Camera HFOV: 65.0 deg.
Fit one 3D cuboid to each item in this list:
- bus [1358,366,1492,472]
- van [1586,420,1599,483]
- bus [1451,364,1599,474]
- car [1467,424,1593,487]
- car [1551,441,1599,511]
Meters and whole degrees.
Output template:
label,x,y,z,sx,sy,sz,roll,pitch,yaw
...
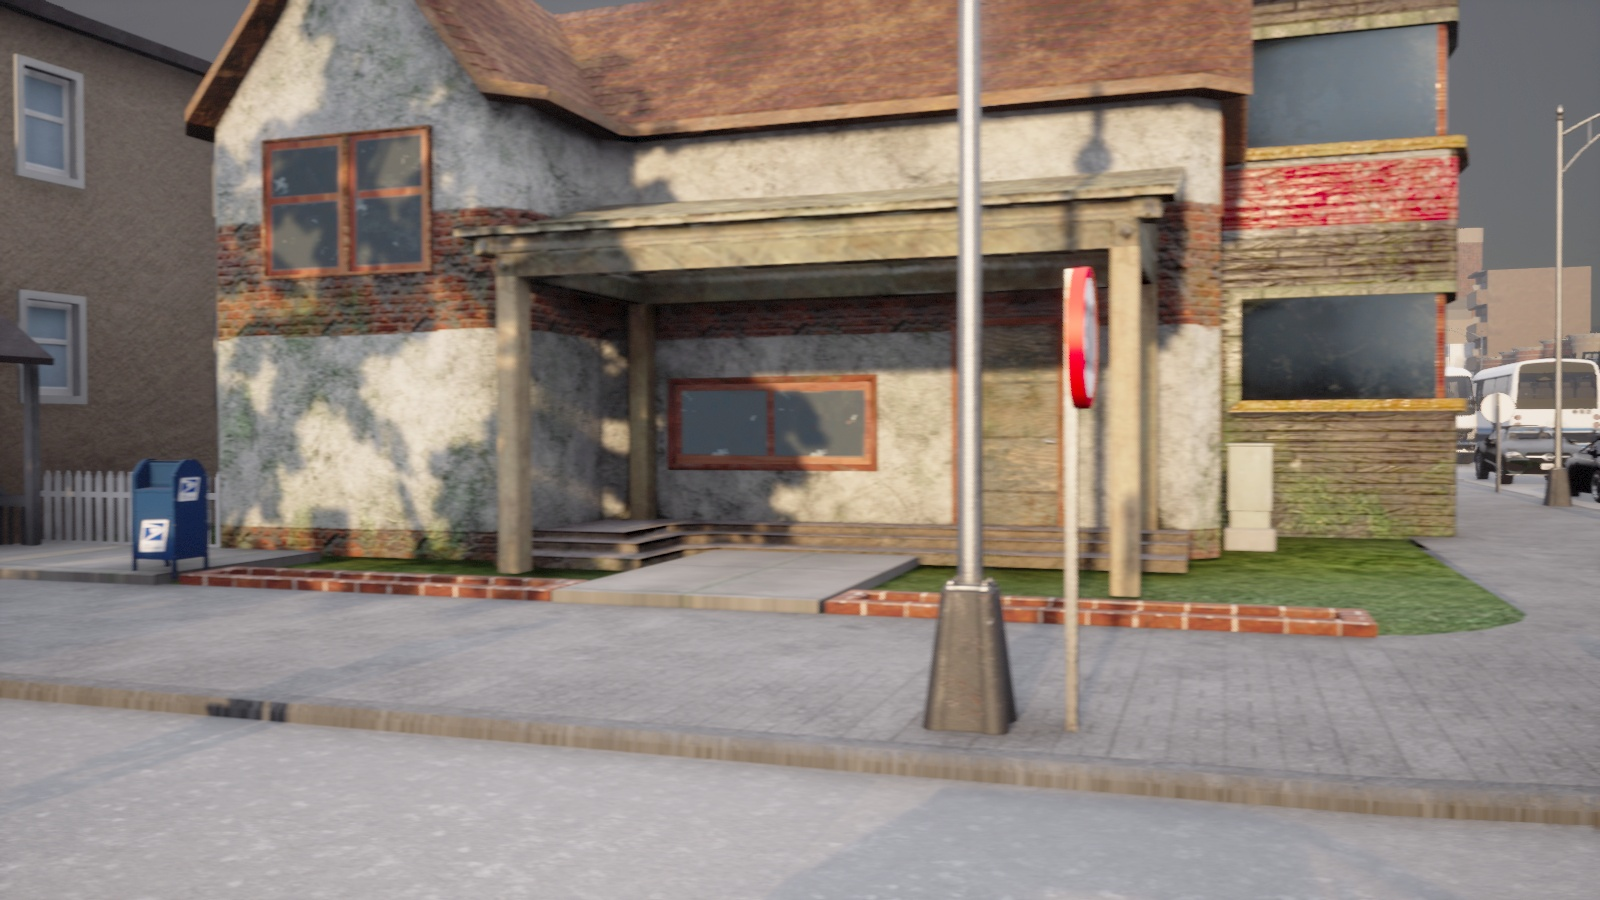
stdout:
label,x,y,z,sx,sy,sz,roll,pitch,yaw
bus,27.526,-1.342,55.907,3.944,4.253,10.273,1,1,19
van,26.007,0.054,38.915,1.775,1.987,4.442,1,1,19
bus,31.123,-1.298,54.054,3.944,4.253,10.273,1,1,19
car,20.808,0.107,36.016,2.152,1.651,5.027,1,1,19
car,17.711,0.528,26.839,1.994,1.385,4.181,1,1,19
